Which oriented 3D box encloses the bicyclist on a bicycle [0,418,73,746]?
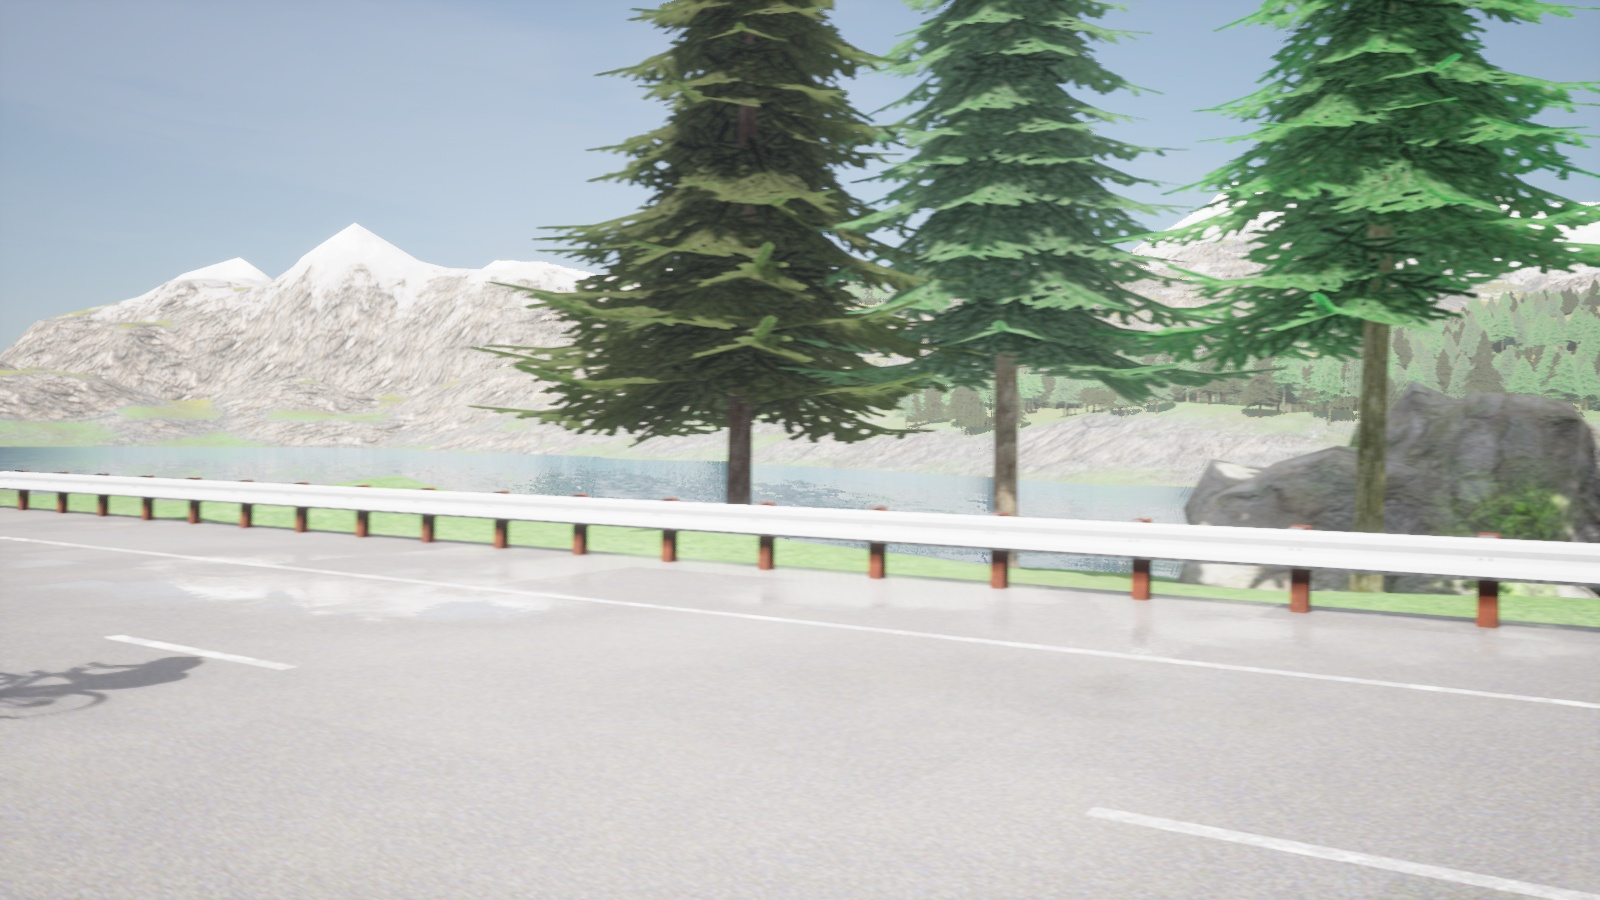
[{"bbox_3d":[-4.618,0.658,6.693,1.656,1.620,0.582,-1,1,34],"label":"bicyclist on a bicycle"}]
